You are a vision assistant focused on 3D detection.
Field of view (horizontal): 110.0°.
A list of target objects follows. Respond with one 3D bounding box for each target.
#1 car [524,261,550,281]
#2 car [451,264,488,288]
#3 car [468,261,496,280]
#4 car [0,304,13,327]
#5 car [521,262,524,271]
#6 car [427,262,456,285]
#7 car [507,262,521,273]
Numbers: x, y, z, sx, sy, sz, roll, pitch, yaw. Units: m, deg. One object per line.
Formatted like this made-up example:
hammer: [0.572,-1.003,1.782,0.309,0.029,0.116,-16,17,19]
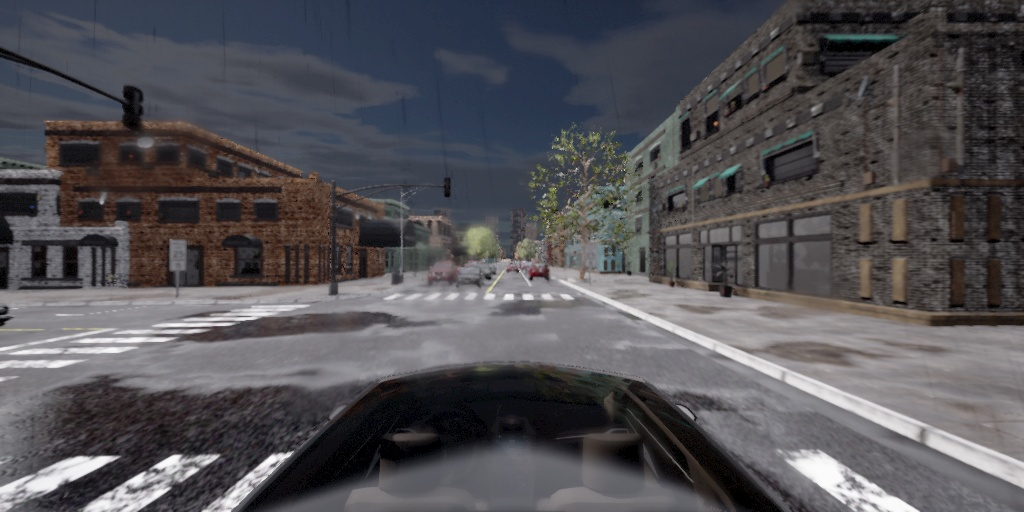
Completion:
car: [2.696,1.493,35.853,2.192,1.841,5.009,0,0,0]
car: [-3.097,1.559,27.278,1.837,1.490,4.892,0,-1,0]
car: [-3.095,1.518,36.277,2.097,1.767,4.553,0,-1,0]
car: [-16.536,1.623,9.368,4.718,1.301,1.895,-1,0,-1]
car: [2.697,1.933,52.484,2.007,1.370,4.403,0,0,0]
car: [-5.685,1.399,30.310,2.192,1.841,5.009,0,0,0]
car: [0.106,1.961,57.349,1.812,1.442,4.674,0,-1,0]
